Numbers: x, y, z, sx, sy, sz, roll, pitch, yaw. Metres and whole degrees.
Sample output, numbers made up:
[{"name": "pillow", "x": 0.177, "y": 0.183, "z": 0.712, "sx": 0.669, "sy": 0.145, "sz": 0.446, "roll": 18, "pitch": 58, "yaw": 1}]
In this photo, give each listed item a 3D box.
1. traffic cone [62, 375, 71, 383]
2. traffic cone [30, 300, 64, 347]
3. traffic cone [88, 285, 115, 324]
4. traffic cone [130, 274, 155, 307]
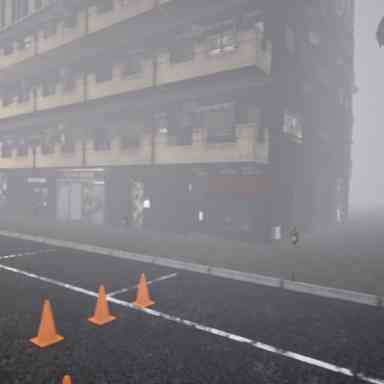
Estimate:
[{"name": "traffic cone", "x": -1.111, "y": 1.923, "z": 2.937, "sx": 0.340, "sy": 0.580, "sz": 0.340, "roll": 1, "pitch": 0, "yaw": 36}, {"name": "traffic cone", "x": -2.143, "y": 1.895, "z": 4.921, "sx": 0.340, "sy": 0.580, "sz": 0.340, "roll": 1, "pitch": 0, "yaw": 36}, {"name": "traffic cone", "x": -1.556, "y": 1.898, "z": 5.730, "sx": 0.340, "sy": 0.580, "sz": 0.340, "roll": 1, "pitch": 0, "yaw": 36}, {"name": "traffic cone", "x": -0.968, "y": 1.900, "z": 6.539, "sx": 0.340, "sy": 0.580, "sz": 0.340, "roll": 1, "pitch": 0, "yaw": 36}]
